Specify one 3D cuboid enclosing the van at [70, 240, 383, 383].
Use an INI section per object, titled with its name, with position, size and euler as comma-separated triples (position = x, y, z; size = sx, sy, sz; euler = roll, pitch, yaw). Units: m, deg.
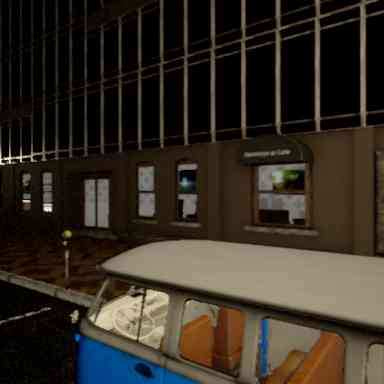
[van]
position = 0.860, 1.342, 2.263
size = 3.998, 1.788, 1.690
euler = 0, 0, 36
